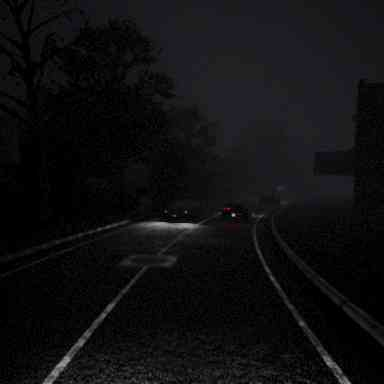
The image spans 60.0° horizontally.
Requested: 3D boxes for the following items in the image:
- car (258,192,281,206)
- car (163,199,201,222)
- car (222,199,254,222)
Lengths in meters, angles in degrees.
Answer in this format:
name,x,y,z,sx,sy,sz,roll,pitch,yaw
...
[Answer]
name,x,y,z,sx,sy,sz,roll,pitch,yaw
car,9.793,0.784,41.782,1.882,1.535,5.008,3,3,27
car,-0.593,1.234,23.970,1.812,1.442,4.674,1,2,14
car,3.404,1.270,24.695,1.837,1.490,4.892,2,1,15
